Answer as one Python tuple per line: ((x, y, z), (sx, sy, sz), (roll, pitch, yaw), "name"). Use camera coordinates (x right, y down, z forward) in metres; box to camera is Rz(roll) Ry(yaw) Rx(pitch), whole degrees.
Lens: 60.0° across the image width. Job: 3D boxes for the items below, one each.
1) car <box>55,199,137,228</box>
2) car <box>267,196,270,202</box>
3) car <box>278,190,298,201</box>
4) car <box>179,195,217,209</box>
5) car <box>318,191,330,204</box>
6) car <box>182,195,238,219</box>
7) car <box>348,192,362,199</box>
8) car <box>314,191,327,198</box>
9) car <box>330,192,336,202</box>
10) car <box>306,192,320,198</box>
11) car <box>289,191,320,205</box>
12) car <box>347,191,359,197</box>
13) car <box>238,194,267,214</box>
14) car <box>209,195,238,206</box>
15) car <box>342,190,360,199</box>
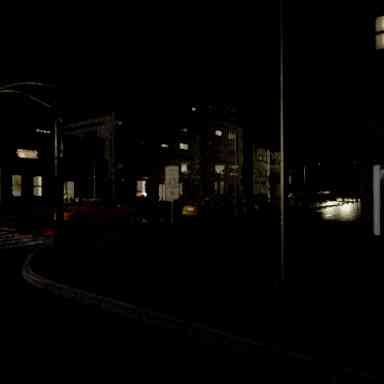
((-5.444, 1.151, 19.537), (1.882, 1.535, 5.008), (-1, 0, 36), "car")
((10.623, 0.968, 51.272), (1.802, 1.307, 4.206), (0, 1, 36), "car")
((17.035, 0.811, 60.079), (1.752, 1.417, 4.829), (0, 1, 36), "car")
((0.754, 1.066, 37.713), (1.752, 1.417, 4.829), (0, 1, 36), "car")
((17.397, 0.909, 46.338), (1.802, 1.307, 4.206), (0, 1, 36), "car")
((1.215, 1.106, 24.108), (1.752, 1.417, 4.829), (0, 1, 36), "car")
((33.678, 0.641, 68.703), (1.947, 1.339, 4.313), (0, 1, 36), "car")
((30.160, 0.525, 78.108), (1.967, 1.590, 4.097), (0, 1, 36), "car")
((20.653, 0.716, 50.810), (1.967, 1.590, 4.097), (0, 1, 36), "car")
((26.904, 0.717, 73.637), (1.802, 1.307, 4.206), (0, 1, 36), "car")
((14.140, 0.928, 41.864), (2.008, 1.369, 4.403), (0, 1, 36), "car")
((39.288, 0.493, 80.992), (1.812, 1.442, 4.674), (-1, 0, 36), "car")
((4.371, 1.082, 28.445), (2.008, 1.369, 4.403), (0, 1, 36), "car")
((4.110, 1.070, 42.324), (1.802, 1.307, 4.206), (0, 1, 36), "car")
((30.421, 0.440, 64.228), (2.192, 1.841, 5.009), (0, 1, 36), "car")
